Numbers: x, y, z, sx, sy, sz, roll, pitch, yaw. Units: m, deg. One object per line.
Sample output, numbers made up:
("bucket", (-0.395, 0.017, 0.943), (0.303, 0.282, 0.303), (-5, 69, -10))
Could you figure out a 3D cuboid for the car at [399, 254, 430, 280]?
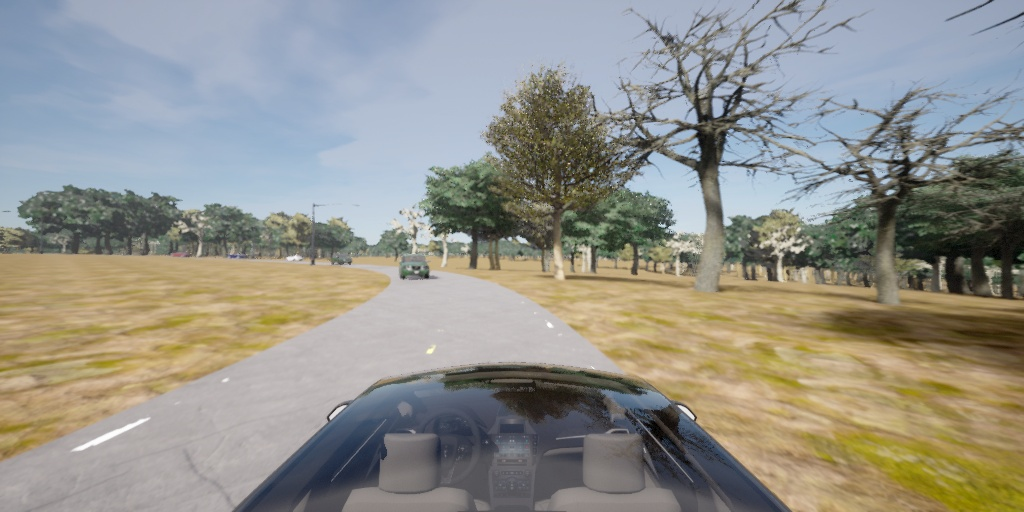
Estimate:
("car", (-8.201, 0.878, 29.978), (2.150, 2.045, 5.566), (0, 0, -20))
